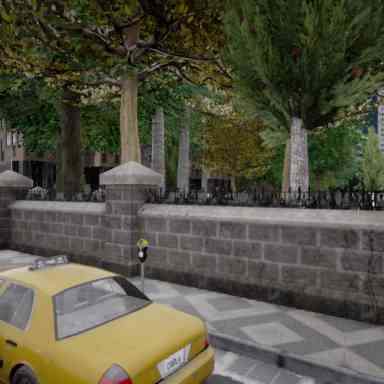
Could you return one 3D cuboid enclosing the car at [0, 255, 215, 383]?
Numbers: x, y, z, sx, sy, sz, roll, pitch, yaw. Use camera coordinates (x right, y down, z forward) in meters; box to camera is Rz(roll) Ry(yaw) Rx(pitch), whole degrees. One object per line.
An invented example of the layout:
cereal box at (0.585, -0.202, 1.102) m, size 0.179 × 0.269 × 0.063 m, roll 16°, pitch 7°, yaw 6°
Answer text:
car at (-2.042, 1.525, 4.413) m, size 4.829 × 1.417 × 1.752 m, roll 0°, pitch 0°, yaw 35°
